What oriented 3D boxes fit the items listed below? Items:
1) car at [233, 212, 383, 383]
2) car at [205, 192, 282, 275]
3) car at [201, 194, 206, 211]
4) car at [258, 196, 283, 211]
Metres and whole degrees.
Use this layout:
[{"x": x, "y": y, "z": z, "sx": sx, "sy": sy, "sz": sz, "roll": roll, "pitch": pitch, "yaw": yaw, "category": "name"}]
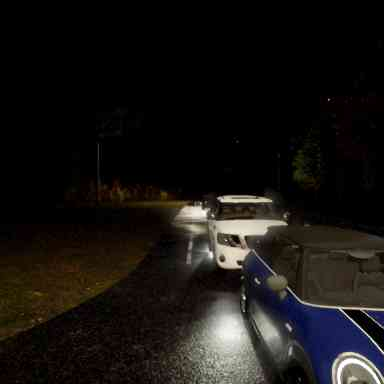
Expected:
[{"x": 1.934, "y": 1.338, "z": 4.198, "sx": 2.097, "sy": 1.767, "sz": 4.553, "roll": 0, "pitch": 0, "yaw": -1, "category": "car"}, {"x": 1.666, "y": 1.160, "z": 10.542, "sx": 2.150, "sy": 2.045, "sz": 5.566, "roll": 0, "pitch": 0, "yaw": 1, "category": "car"}, {"x": 2.067, "y": 1.307, "z": 37.797, "sx": 1.837, "sy": 1.490, "sz": 4.892, "roll": 0, "pitch": 0, "yaw": 1, "category": "car"}, {"x": 9.076, "y": 1.277, "z": 38.907, "sx": 1.882, "sy": 1.535, "sz": 5.008, "roll": 0, "pitch": 0, "yaw": 1, "category": "car"}]
